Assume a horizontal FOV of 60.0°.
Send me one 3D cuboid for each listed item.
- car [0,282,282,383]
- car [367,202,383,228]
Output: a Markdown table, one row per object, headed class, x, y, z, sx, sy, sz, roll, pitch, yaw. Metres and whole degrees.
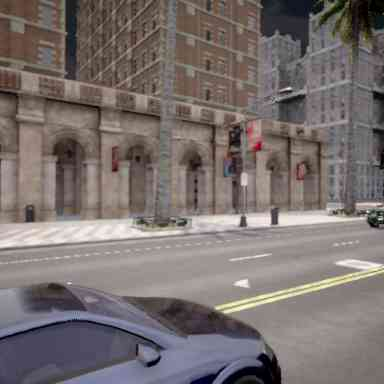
| class | x | y | z | sx | sy | sz | roll | pitch | yaw |
| --- | --- | --- | --- | --- | --- | --- | --- | --- | --- |
| car | -1.152 | 1.563 | 2.900 | 4.181 | 1.385 | 1.994 | 1 | 0 | -35 |
| car | 14.008 | 1.382 | 22.239 | 5.566 | 2.045 | 2.150 | 1 | 0 | -35 |
